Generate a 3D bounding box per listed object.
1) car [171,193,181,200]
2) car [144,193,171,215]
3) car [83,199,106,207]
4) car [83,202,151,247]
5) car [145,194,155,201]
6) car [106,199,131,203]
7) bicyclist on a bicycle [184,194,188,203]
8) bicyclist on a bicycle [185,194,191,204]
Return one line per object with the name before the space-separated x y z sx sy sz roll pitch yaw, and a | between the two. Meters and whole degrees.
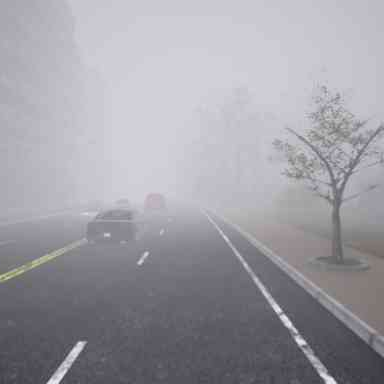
car | -3.719 1.280 83.397 1.994 1.385 4.181 0 0 -6
car | -3.508 1.125 33.226 2.150 2.045 5.566 0 0 -2
car | -10.299 1.462 35.891 1.994 1.385 4.181 0 0 -2
car | -3.173 1.435 14.855 1.882 1.535 5.008 0 0 0
car | -9.431 1.170 74.993 2.128 1.511 4.902 0 0 -5
car | -6.967 1.430 33.515 1.812 1.442 4.674 0 0 -2
bicyclist on a bicycle | -1.130 1.252 64.556 0.582 1.620 1.656 0 0 -4
bicyclist on a bicycle | -0.493 1.201 55.418 0.659 1.776 1.843 0 0 -4
